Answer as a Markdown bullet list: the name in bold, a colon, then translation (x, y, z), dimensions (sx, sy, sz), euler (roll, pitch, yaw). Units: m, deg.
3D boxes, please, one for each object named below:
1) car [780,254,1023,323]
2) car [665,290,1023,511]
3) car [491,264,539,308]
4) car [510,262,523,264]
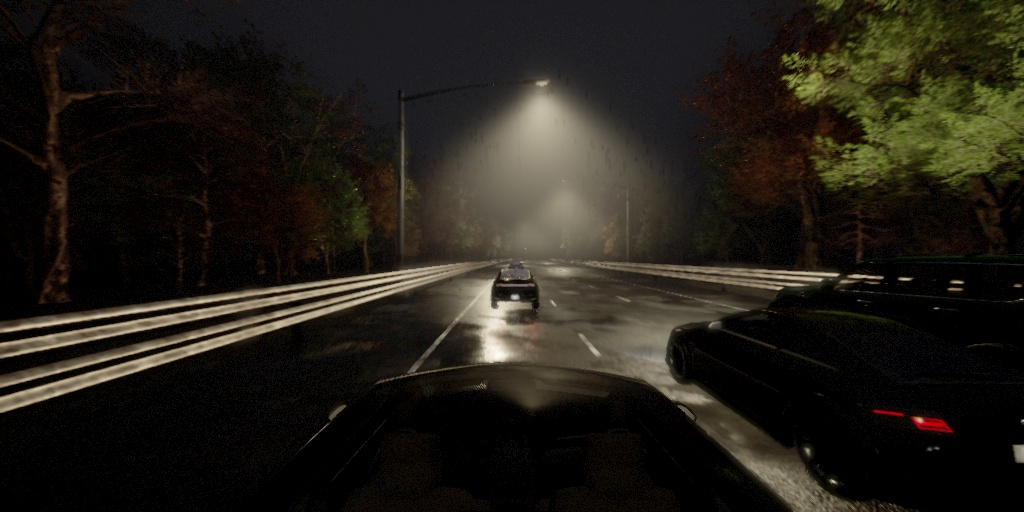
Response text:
- **car**: translation (7.097, 0.990, 6.039), dimensions (2.150, 2.045, 5.566), euler (0, 0, 0)
- **car**: translation (3.602, 1.325, 4.454), dimensions (1.994, 1.385, 4.181), euler (0, 0, 0)
- **car**: translation (0.138, 1.282, 15.449), dimensions (2.128, 1.511, 4.902), euler (0, 0, 0)
- **car**: translation (0.576, 1.446, 47.625), dimensions (1.994, 1.385, 4.181), euler (0, 0, 1)
